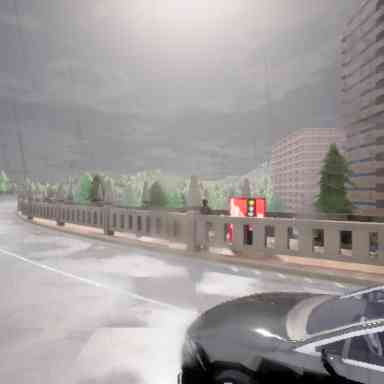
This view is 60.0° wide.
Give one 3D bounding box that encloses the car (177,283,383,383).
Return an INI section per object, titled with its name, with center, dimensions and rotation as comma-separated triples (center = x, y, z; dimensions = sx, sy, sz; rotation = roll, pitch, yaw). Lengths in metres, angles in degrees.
[car]
center = 2.101, 1.491, 2.608
dimensions = 4.902, 1.511, 2.128
rotation = 0, 0, 36

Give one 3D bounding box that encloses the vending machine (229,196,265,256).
[vending machine]
center = 2.065, 1.194, 12.419
dimensions = 0.880, 2.100, 1.100
rotation = 0, 0, 41

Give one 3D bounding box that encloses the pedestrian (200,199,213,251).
[pedestrian]
center = 0.466, 1.140, 11.820
dimensions = 0.375, 1.860, 0.375
rotation = 0, 0, 41
